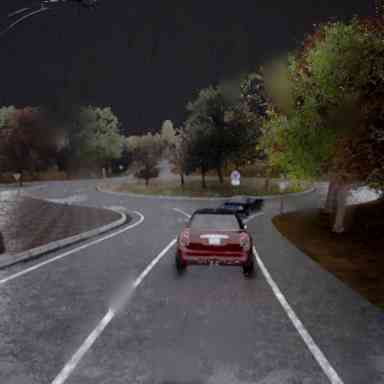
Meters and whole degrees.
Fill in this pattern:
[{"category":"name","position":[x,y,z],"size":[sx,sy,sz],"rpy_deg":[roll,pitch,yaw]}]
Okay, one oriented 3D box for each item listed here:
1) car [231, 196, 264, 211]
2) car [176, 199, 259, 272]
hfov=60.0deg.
[{"category":"car","position":[4.020,0.933,25.624],"size":[1.895,1.301,4.718],"rpy_deg":[3,6,29]},{"category":"car","position":[0.751,1.281,10.764],"size":[2.097,1.767,4.553],"rpy_deg":[1,0,5]}]
